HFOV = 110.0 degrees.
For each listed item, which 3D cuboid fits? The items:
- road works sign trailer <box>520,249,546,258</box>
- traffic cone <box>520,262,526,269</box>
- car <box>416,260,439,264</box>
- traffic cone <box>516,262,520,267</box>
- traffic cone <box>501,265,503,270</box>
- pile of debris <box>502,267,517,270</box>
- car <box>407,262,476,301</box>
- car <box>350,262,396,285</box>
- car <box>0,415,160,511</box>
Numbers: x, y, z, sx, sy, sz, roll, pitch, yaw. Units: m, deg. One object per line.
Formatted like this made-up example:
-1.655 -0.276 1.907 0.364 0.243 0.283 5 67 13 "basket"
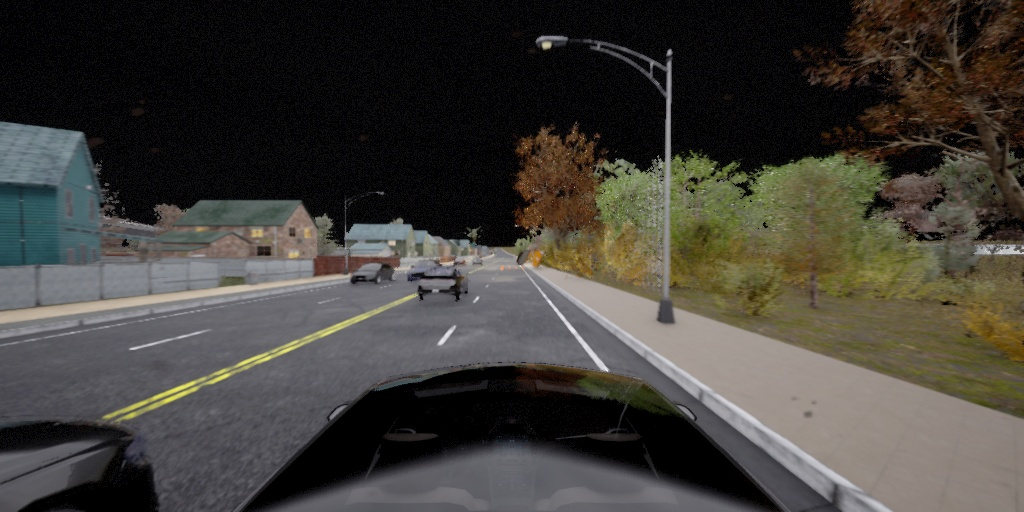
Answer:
3.323 -1.807 49.225 2.380 3.560 2.880 0 0 44 "road works sign trailer"
1.623 1.630 54.005 0.340 0.580 0.340 0 0 0 "traffic cone"
-6.588 1.073 27.777 2.097 1.767 4.553 0 0 0 "car"
0.623 1.630 54.006 0.340 0.580 0.340 0 0 0 "traffic cone"
-1.377 1.641 48.006 0.340 0.580 0.340 0 0 0 "traffic cone"
0.002 1.851 48.012 1.860 0.140 1.500 0 0 0 "pile of debris"
-3.148 1.227 17.192 2.128 1.511 4.902 0 0 0 "car"
-9.840 1.229 25.715 1.837 1.490 4.892 0 0 0 "car"
-3.149 1.242 0.227 2.128 1.511 4.902 0 0 0 "car"
